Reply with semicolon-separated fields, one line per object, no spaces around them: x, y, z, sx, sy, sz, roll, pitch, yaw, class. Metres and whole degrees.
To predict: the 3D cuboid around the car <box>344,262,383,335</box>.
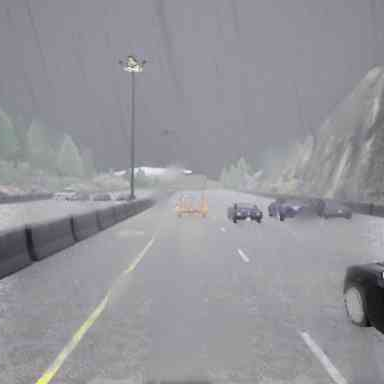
3.601;1.458;3.881;1.882;1.535;5.008;0;0;0;car

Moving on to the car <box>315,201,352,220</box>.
10.606;1.343;25.830;1.994;1.385;4.181;0;1;0;car

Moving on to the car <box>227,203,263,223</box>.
3.605;1.410;23.492;1.895;1.301;4.718;0;1;0;car

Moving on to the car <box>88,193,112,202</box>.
-14.051;0.851;52.236;2.033;1.411;5.357;0;1;1;car

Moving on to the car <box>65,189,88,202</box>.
-17.552;0.795;52.252;2.128;1.511;4.902;0;1;0;car

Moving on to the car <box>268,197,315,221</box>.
7.106;1.144;24.850;2.097;1.767;4.553;0;1;0;car

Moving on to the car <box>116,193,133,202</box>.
-10.557;0.866;52.278;1.994;1.385;4.181;0;1;0;car

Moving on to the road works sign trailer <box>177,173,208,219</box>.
-0.004;0.230;26.831;2.380;3.560;2.880;0;1;0;road works sign trailer

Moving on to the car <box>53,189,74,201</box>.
-21.030;0.455;55.257;2.150;2.045;5.566;0;1;1;car
